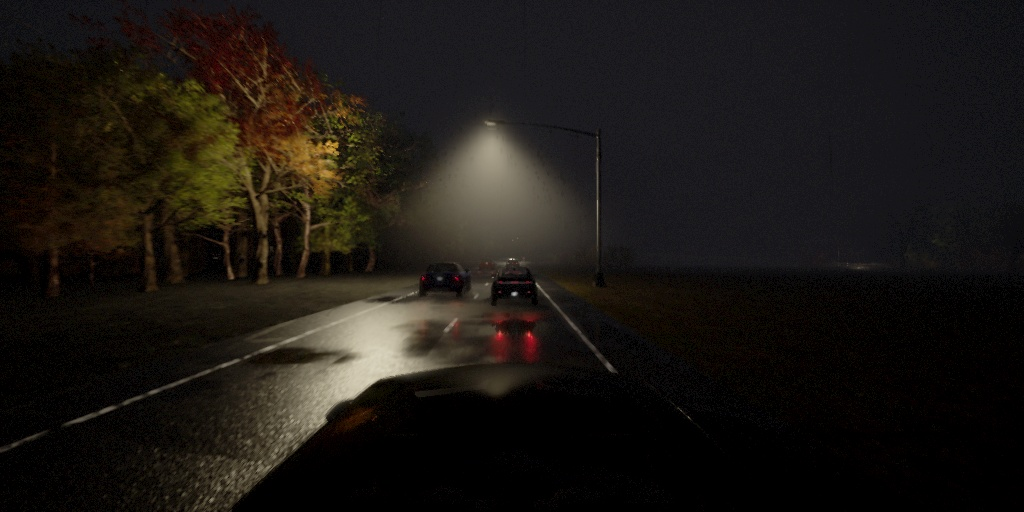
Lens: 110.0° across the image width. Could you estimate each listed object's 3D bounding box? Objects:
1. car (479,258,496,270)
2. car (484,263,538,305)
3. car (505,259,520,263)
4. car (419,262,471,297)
[{"bbox_3d":[-3.407,1.047,50.293,2.097,1.767,4.553,0,0,0],"label":"car"},{"bbox_3d":[0.097,1.228,15.968,2.128,1.511,4.902,0,0,0],"label":"car"},{"bbox_3d":[0.094,1.186,49.737,2.128,1.511,4.902,0,0,0],"label":"car"},{"bbox_3d":[-3.403,1.085,19.012,2.097,1.767,4.553,0,0,0],"label":"car"}]
